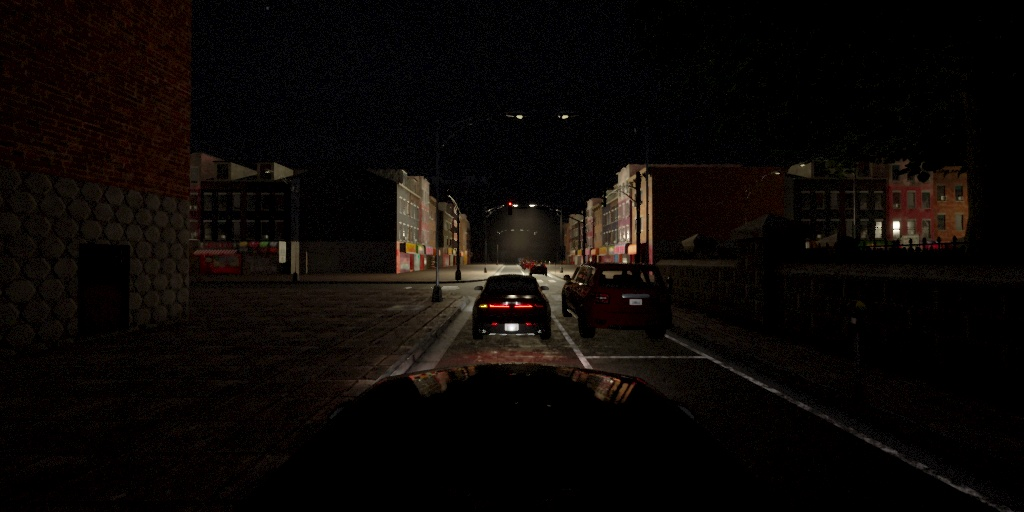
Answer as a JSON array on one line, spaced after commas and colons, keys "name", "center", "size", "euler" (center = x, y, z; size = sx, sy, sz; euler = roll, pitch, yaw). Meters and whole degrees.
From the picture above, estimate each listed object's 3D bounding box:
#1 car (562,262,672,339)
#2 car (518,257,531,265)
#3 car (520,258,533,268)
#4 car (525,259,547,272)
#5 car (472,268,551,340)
[{"name": "car", "center": [2.629, 1.068, 10.036], "size": [2.192, 1.841, 5.009], "euler": [0, 0, 0]}, {"name": "car", "center": [2.576, 1.154, 58.214], "size": [2.192, 1.841, 5.009], "euler": [0, 0, 0]}, {"name": "car", "center": [2.582, 1.369, 52.777], "size": [1.888, 1.381, 4.507], "euler": [0, 0, 0]}, {"name": "car", "center": [2.600, 1.331, 36.465], "size": [1.888, 1.381, 4.507], "euler": [0, 0, 0]}, {"name": "car", "center": [-0.009, 1.258, 9.995], "size": [1.837, 1.490, 4.892], "euler": [0, 0, 0]}]
